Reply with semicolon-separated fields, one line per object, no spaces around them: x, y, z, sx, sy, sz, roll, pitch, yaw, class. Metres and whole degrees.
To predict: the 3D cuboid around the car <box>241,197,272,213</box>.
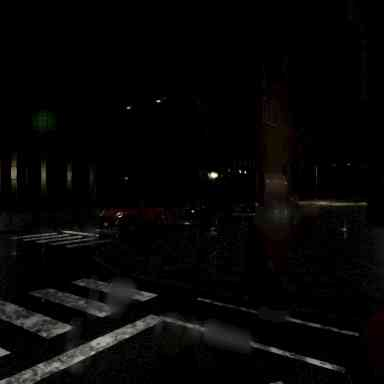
7.390;1.399;37.716;2.097;1.767;4.553;0;0;36;car

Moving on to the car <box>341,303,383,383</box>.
3.534;1.221;1.168;5.566;2.045;2.150;0;0;36;car

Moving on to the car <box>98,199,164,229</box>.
-3.920;1.376;21.976;2.097;1.767;4.553;0;0;35;car

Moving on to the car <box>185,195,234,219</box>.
1.686;1.257;29.801;2.150;2.045;5.566;0;0;36;car

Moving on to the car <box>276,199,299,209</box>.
13.124;1.624;45.650;1.994;1.385;4.181;0;0;36;car
